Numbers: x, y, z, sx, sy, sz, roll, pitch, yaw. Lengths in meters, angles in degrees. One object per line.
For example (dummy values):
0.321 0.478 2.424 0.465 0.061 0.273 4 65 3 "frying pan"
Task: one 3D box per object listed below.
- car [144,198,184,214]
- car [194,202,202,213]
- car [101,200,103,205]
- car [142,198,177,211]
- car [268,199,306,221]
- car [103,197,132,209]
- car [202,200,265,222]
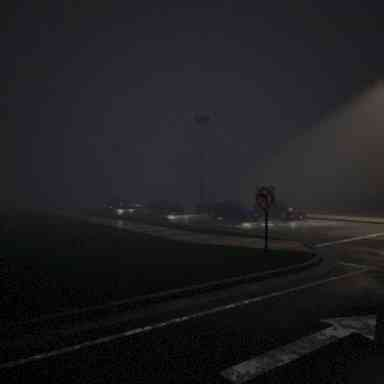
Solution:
-2.760 1.478 35.134 1.882 1.535 5.008 0 0 -36 "car"
2.035 1.564 34.500 1.994 1.385 4.181 0 0 -36 "car"
-13.949 1.565 56.753 1.994 1.385 4.181 0 0 -35 "car"
-4.278 1.548 43.173 2.033 1.411 5.357 0 0 -36 "car"
7.106 1.352 27.534 2.097 1.767 4.553 0 0 -36 "car"
-9.827 1.503 44.898 1.837 1.490 4.892 0 1 -36 "car"
3.309 1.478 26.800 1.882 1.535 5.008 0 0 -36 "car"
